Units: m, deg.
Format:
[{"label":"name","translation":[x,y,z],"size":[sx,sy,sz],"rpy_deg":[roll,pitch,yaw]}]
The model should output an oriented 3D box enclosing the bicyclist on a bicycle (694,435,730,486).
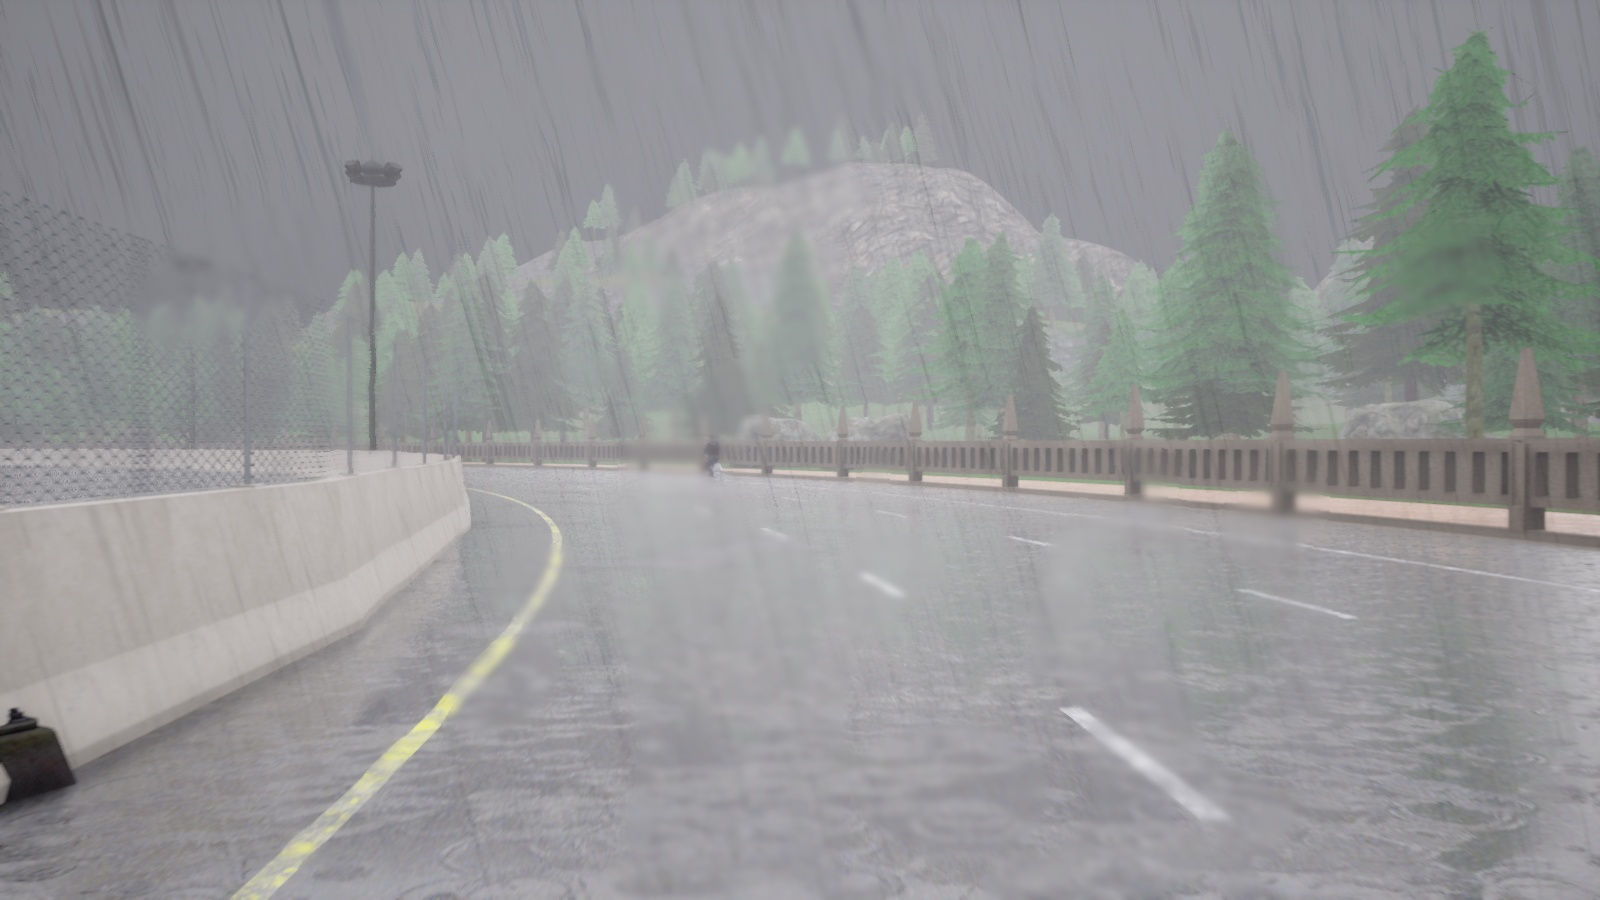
[{"label":"bicyclist on a bicycle","translation":[-3.177,0.360,45.325],"size":[0.659,1.776,1.843],"rpy_deg":[-1,1,-25]}]
